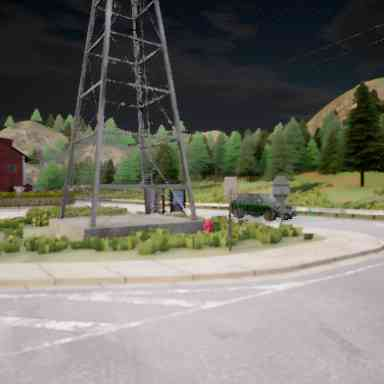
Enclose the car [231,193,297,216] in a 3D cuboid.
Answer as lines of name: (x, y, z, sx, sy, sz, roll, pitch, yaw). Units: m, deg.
car: (5.388, 1.114, 25.750, 2.150, 2.045, 5.566, 0, 0, -34)
